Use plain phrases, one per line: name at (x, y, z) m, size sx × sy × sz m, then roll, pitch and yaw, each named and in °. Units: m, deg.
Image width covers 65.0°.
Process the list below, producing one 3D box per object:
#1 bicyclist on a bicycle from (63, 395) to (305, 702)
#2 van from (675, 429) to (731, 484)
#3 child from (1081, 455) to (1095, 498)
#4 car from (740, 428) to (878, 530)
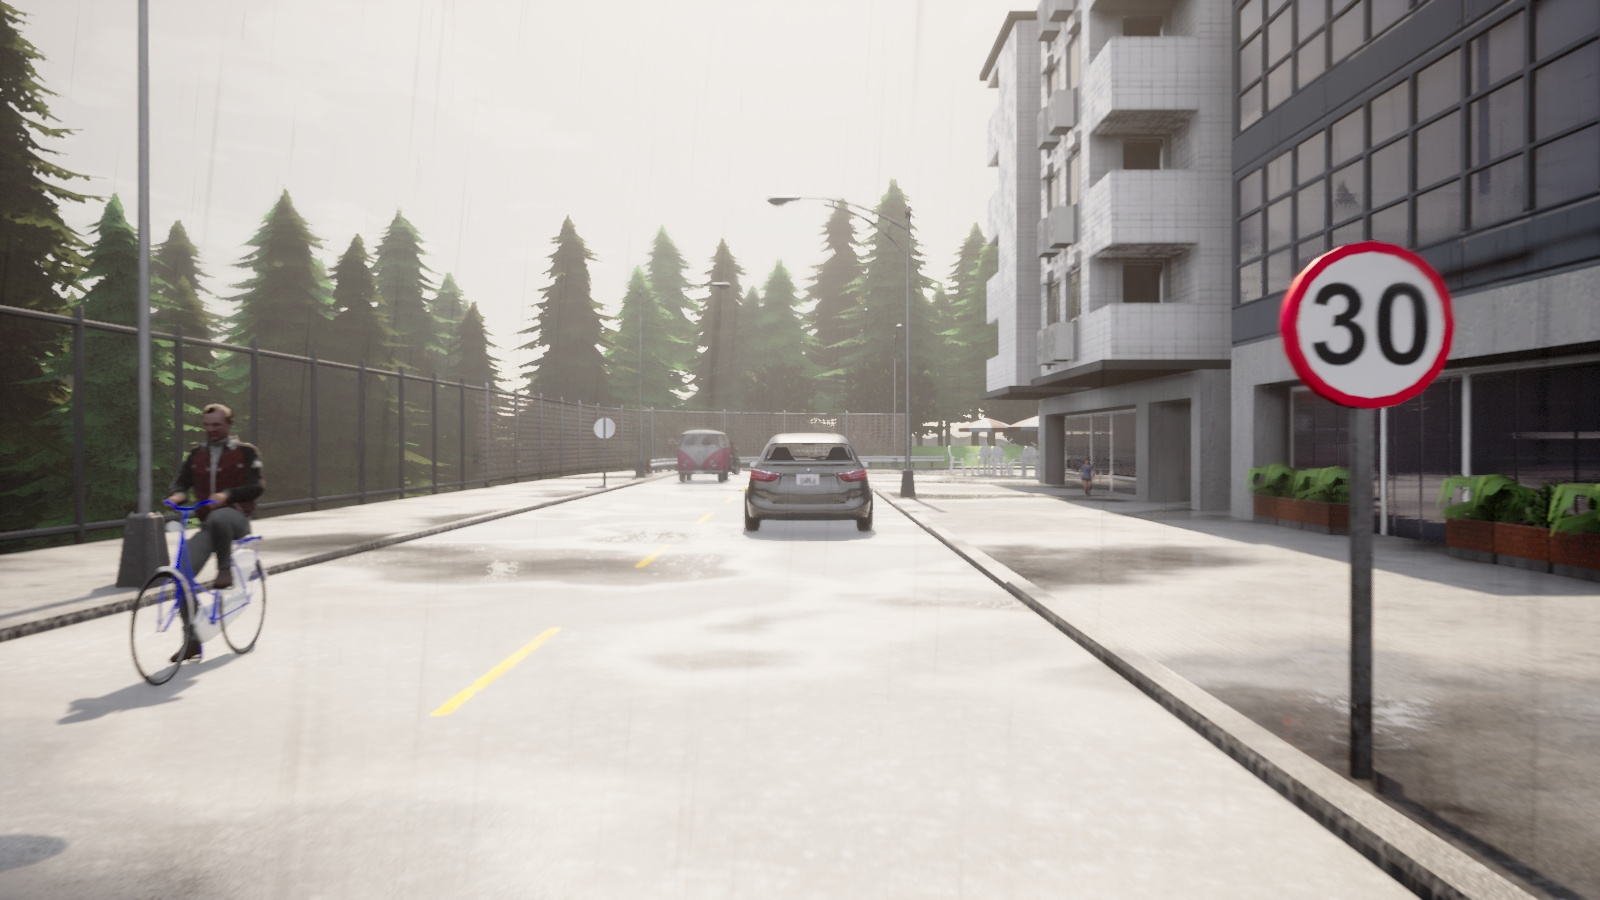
bicyclist on a bicycle at (-3.932, 0.568, 8.195) m, size 0.659 × 1.776 × 1.843 m, roll 0°, pitch 0°, yaw 0°
van at (-3.686, 0.224, 48.229) m, size 1.775 × 1.987 × 4.442 m, roll 0°, pitch 0°, yaw 0°
child at (7.473, 0.674, 32.588) m, size 0.255 × 1.110 × 0.394 m, roll 0°, pitch 0°, yaw 0°
car at (0.156, 0.463, 22.757) m, size 2.242 × 1.667 × 4.611 m, roll 0°, pitch 0°, yaw 0°
